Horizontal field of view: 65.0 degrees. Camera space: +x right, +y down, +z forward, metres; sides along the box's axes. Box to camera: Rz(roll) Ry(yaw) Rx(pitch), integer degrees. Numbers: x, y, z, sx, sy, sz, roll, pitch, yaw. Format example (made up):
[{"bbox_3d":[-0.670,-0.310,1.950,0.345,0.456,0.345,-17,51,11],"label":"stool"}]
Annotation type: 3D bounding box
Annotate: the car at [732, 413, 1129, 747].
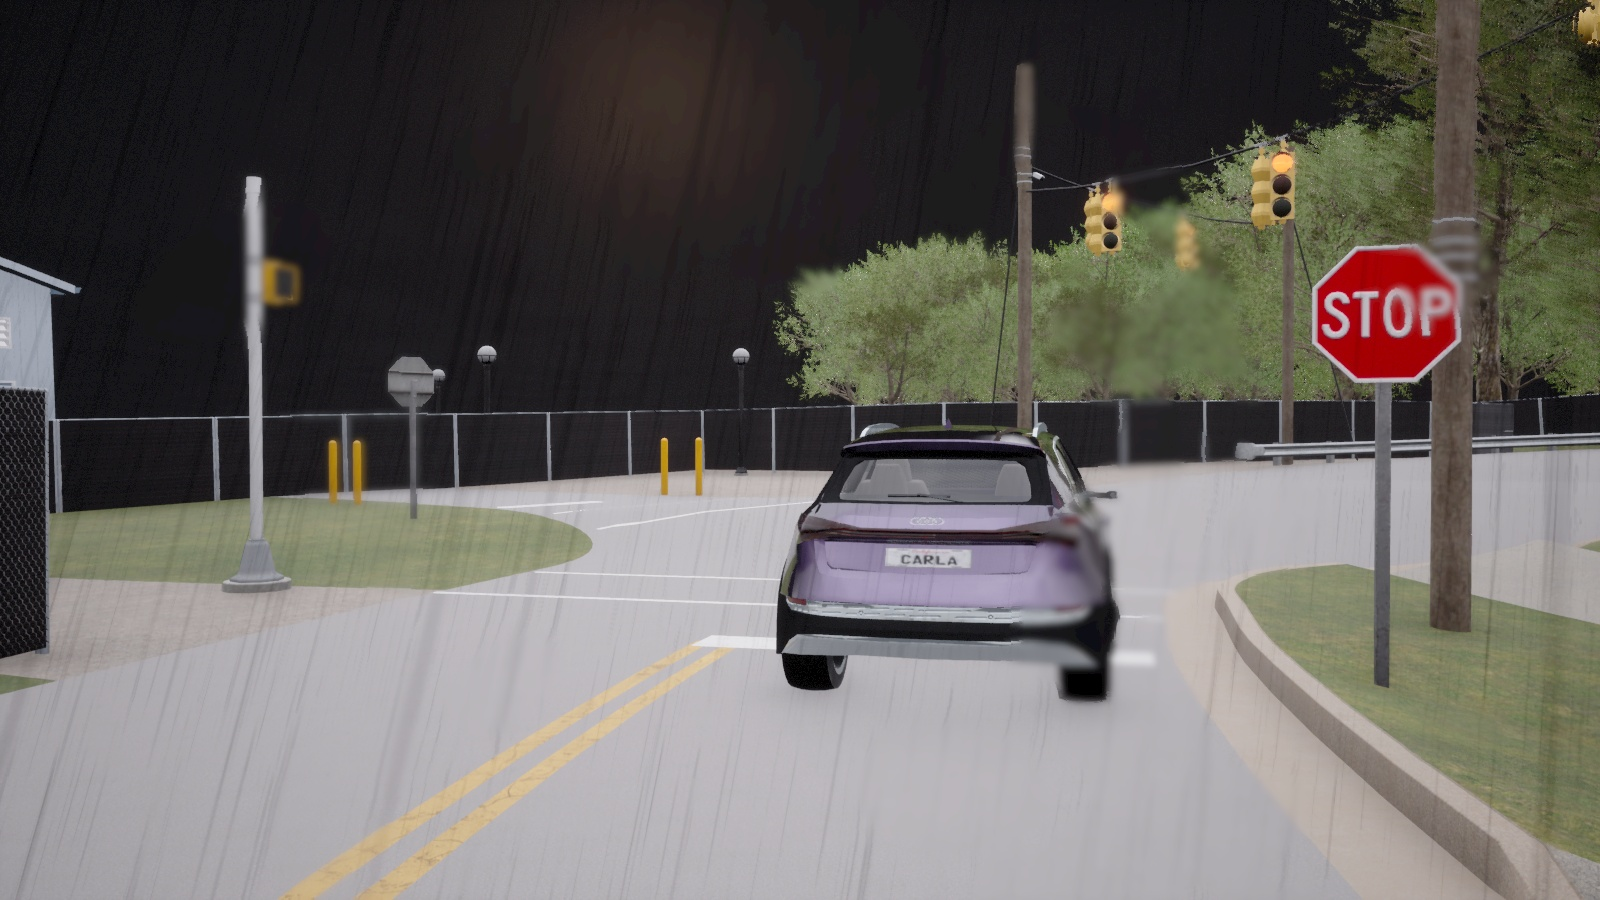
[{"bbox_3d":[1.199,0.626,8.790,2.033,1.649,4.856,0,0,14],"label":"car"}]
